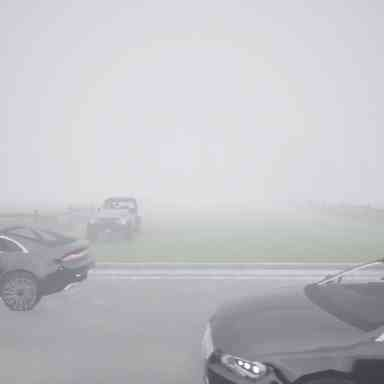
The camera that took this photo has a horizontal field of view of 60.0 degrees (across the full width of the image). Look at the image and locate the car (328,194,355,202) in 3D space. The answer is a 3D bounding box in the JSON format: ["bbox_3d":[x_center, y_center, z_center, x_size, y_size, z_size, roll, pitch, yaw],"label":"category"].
[{"bbox_3d":[27.390,1.210,60.824,4.605,1.855,1.932,0,0,1],"label":"car"}]

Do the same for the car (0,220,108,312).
[{"bbox_3d":[-4.575,1.491,7.087,4.902,1.511,2.128,0,0,1],"label":"car"}]

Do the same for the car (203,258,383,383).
[{"bbox_3d":[2.573,1.492,3.521,4.902,1.511,2.128,0,0,1],"label":"car"}]

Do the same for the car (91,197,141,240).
[{"bbox_3d":[-3.572,1.213,15.899,1.905,1.878,3.866,0,0,1],"label":"car"}]
